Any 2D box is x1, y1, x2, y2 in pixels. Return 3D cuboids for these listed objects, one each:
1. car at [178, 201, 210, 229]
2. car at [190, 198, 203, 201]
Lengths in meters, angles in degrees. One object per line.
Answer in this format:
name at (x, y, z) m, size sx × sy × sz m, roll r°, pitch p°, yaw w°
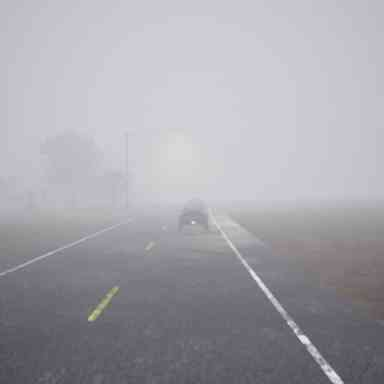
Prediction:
car at (0.106, 1.568, 21.984) m, size 1.837 × 1.490 × 4.892 m, roll 0°, pitch 0°, yaw 1°
car at (0.508, 1.460, 39.585) m, size 2.097 × 1.767 × 4.553 m, roll 0°, pitch 0°, yaw 2°
